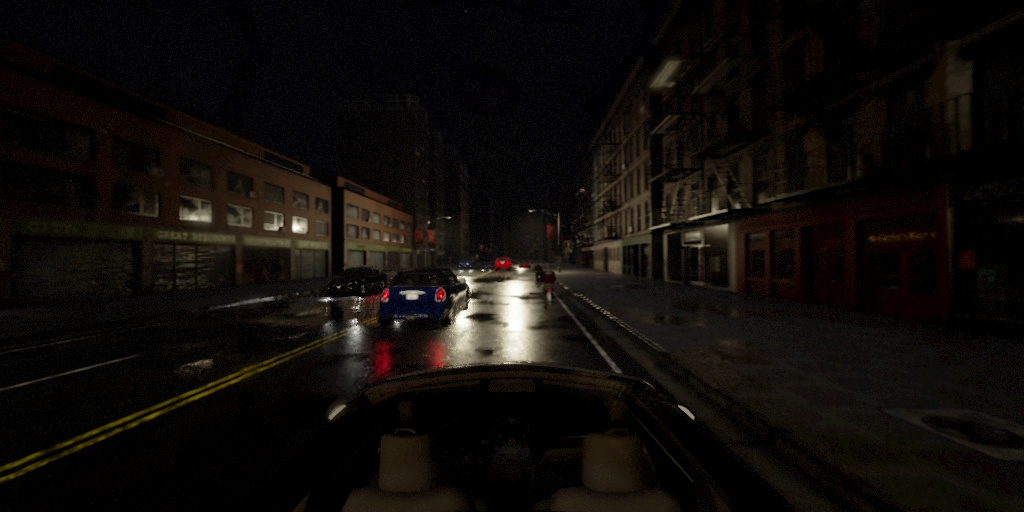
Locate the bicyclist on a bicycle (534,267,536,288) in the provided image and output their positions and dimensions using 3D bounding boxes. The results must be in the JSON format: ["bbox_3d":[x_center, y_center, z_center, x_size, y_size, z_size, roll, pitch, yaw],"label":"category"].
[{"bbox_3d":[1.664,1.287,22.456,0.582,1.620,1.656,0,-1,2],"label":"bicyclist on a bicycle"}]

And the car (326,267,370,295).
[{"bbox_3d":[-9.119,1.418,21.440,1.837,1.490,4.892,0,0,2],"label":"car"}]

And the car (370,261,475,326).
[{"bbox_3d":[-2.736,1.175,12.204,2.097,1.767,4.553,0,0,2],"label":"car"}]

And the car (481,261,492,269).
[{"bbox_3d":[-4.310,1.592,64.308,2.033,1.411,5.357,0,0,3],"label":"car"}]

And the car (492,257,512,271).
[{"bbox_3d":[-1.282,1.202,54.359,2.150,2.045,5.566,0,-1,2],"label":"car"}]

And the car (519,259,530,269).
[{"bbox_3d":[2.302,1.561,65.252,1.994,1.385,4.181,0,0,3],"label":"car"}]

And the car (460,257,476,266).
[{"bbox_3d":[-7.668,1.283,62.031,2.150,2.045,5.566,0,0,3],"label":"car"}]

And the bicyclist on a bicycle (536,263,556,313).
[{"bbox_3d":[1.351,1.166,13.400,0.659,1.776,1.843,0,0,2],"label":"bicyclist on a bicycle"}]
